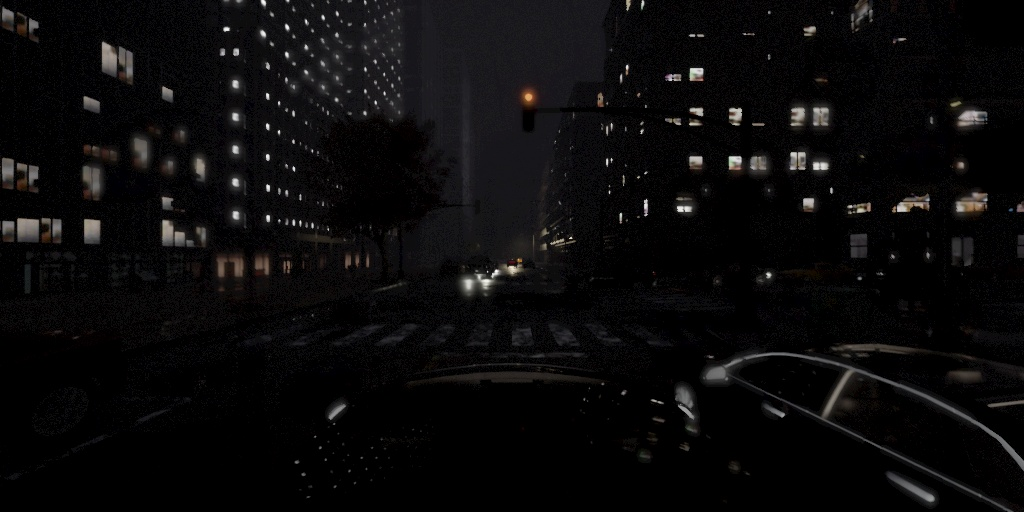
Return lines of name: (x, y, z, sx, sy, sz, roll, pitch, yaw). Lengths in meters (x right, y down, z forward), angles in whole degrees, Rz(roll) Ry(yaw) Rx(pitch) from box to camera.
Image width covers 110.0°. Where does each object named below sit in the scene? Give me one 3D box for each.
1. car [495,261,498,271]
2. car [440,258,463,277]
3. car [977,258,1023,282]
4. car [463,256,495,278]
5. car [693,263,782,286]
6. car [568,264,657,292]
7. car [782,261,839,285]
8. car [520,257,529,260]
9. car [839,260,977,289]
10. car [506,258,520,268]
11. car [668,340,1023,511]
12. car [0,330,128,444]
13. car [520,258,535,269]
car: (-3.078, 1.287, 44.470, 1.812, 1.442, 4.674, 0, 0, 0)
car: (-5.674, 1.071, 34.963, 2.192, 1.841, 5.009, 0, 0, 0)
car: (30.147, 0.854, 22.142, 4.507, 1.381, 1.888, 0, 0, -1)
car: (-3.083, 0.978, 34.588, 2.150, 2.045, 5.566, 0, 0, 0)
car: (13.445, 1.090, 21.981, 4.403, 1.370, 2.007, 0, 0, -1)
car: (5.638, 1.205, 20.437, 4.892, 1.490, 1.837, -1, 1, 15)
car: (18.842, 0.988, 22.033, 4.829, 1.417, 1.751, 0, 0, -1)
car: (2.722, 1.301, 62.742, 1.751, 1.417, 4.829, 0, 0, 0)
car: (21.311, 0.924, 19.465, 4.902, 1.511, 2.128, -1, 0, -1)
car: (0.032, 1.269, 64.282, 2.128, 1.511, 4.902, 0, 0, 0)
car: (2.689, 1.300, 2.571, 2.007, 1.370, 4.403, 0, 0, 0)
car: (-5.691, 1.295, 2.576, 1.888, 1.381, 4.507, 0, 0, 0)
car: (2.719, 1.336, 57.050, 1.948, 1.339, 4.313, 0, 0, 0)
